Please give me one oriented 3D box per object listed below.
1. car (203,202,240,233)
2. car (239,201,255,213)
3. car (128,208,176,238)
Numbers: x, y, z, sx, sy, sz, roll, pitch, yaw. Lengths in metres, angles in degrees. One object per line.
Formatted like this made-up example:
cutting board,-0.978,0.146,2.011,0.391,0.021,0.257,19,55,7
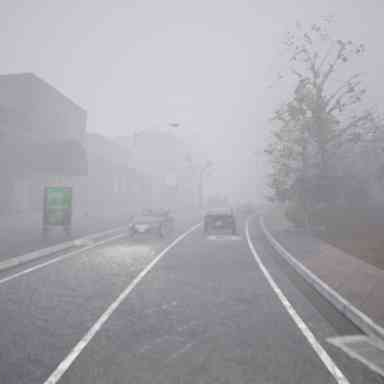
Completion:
car,1.863,1.626,20.965,1.882,1.535,5.008,-1,0,9
car,6.499,1.781,41.101,1.812,1.442,4.674,-2,-1,16
car,-2.163,1.663,18.919,2.128,1.511,4.902,-1,-1,8
